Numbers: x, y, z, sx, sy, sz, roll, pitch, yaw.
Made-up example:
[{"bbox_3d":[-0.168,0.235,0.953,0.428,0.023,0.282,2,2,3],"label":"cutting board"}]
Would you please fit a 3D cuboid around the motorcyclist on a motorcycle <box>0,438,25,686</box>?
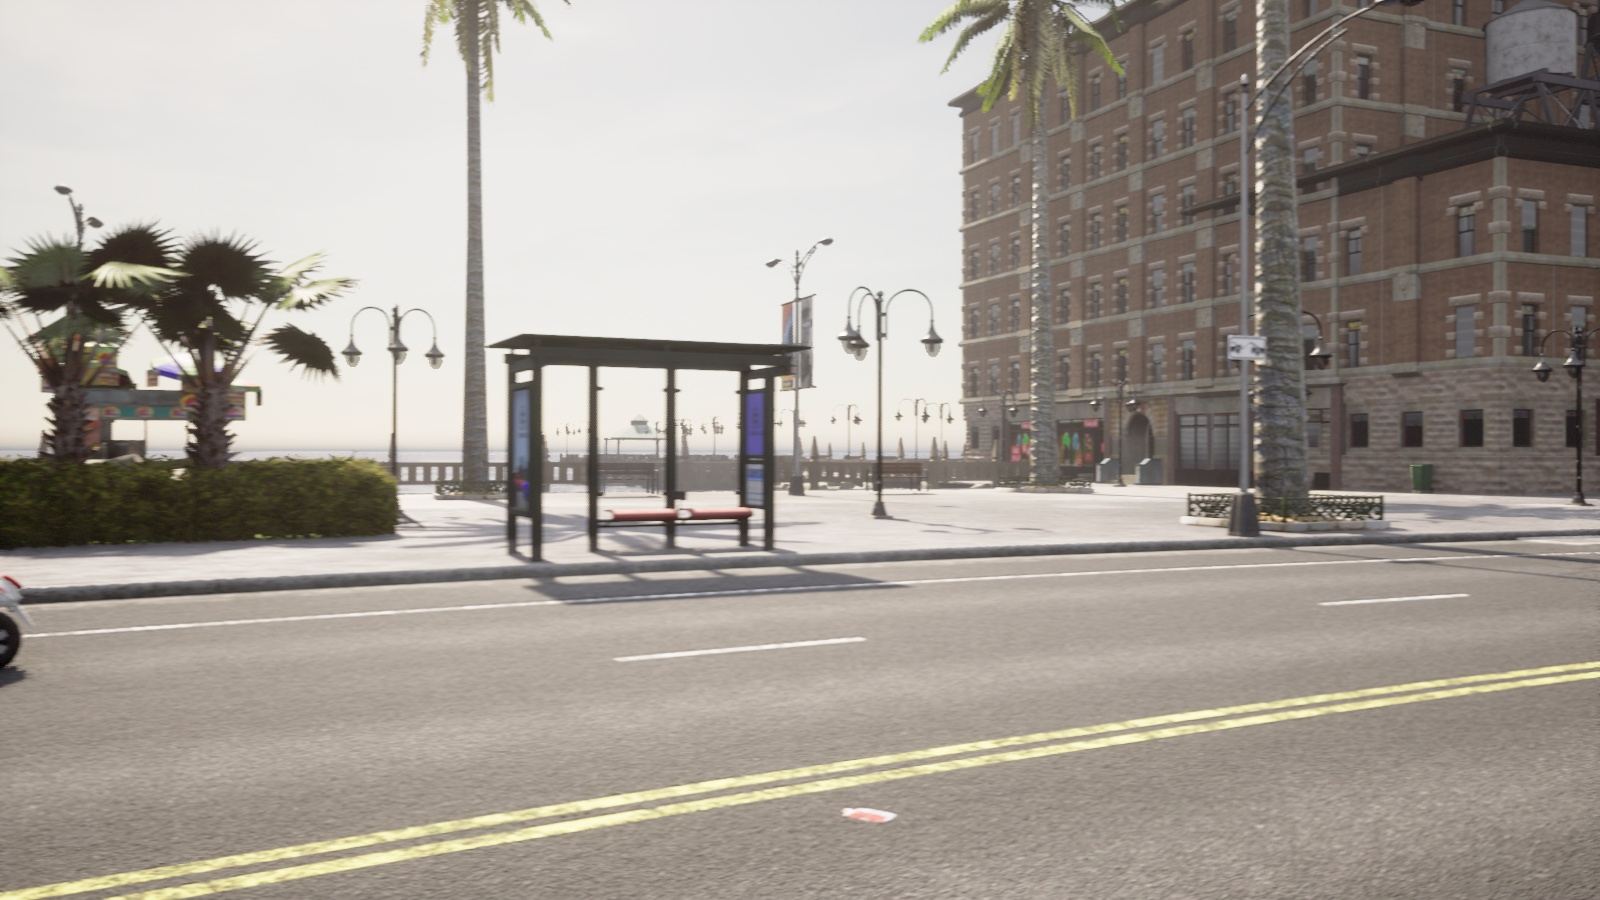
[{"bbox_3d":[-6.011,0.721,7.984,1.817,1.590,0.866,0,0,-34],"label":"motorcyclist on a motorcycle"}]
